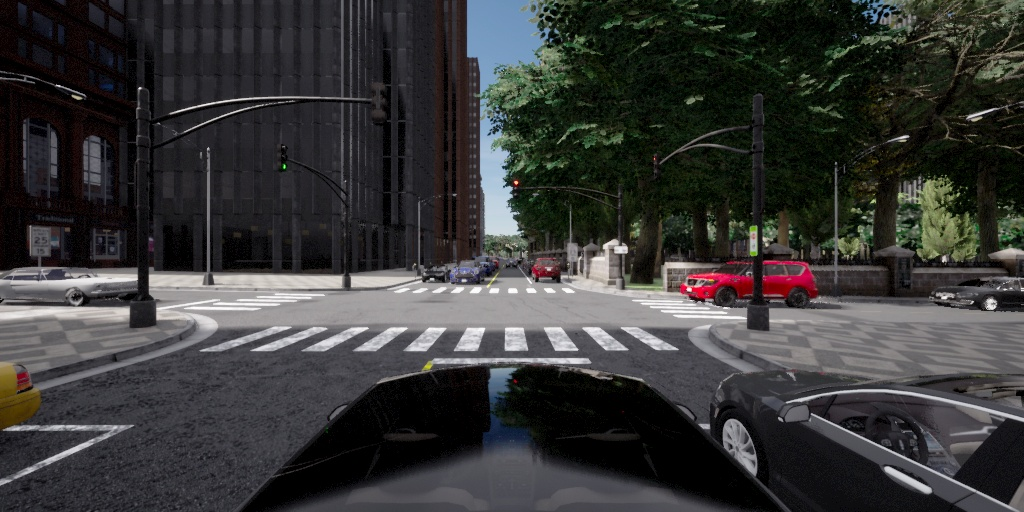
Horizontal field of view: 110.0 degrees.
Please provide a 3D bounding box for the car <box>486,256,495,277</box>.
[{"bbox_3d":[-3.213,0.991,36.585,2.150,2.045,5.566,0,0,0],"label":"car"}]

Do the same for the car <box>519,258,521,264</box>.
[{"bbox_3d":[2.581,1.231,55.710,1.967,1.591,4.097,0,0,0],"label":"car"}]

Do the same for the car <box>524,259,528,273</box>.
[{"bbox_3d":[2.637,1.338,39.340,1.948,1.339,4.313,0,0,0],"label":"car"}]

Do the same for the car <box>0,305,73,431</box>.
[{"bbox_3d":[-5.760,1.275,1.555,1.751,1.417,4.829,0,0,0],"label":"car"}]

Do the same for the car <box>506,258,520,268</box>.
[{"bbox_3d":[-0.097,1.397,60.432,1.895,1.301,4.718,0,0,0],"label":"car"}]

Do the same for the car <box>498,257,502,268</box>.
[{"bbox_3d":[-3.241,1.015,57.274,2.150,2.045,5.566,0,0,0],"label":"car"}]

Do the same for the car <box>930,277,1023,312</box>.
[{"bbox_3d":[22.515,1.740,16.678,4.892,1.490,1.837,1,0,0],"label":"car"}]

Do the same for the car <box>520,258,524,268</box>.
[{"bbox_3d":[2.599,1.335,50.253,2.007,1.370,4.403,0,0,0],"label":"car"}]

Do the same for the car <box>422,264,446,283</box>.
[{"bbox_3d":[-5.851,1.326,28.389,1.948,1.339,4.313,0,0,0],"label":"car"}]

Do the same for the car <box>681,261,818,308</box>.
[{"bbox_3d":[10.749,1.218,16.358,5.566,2.045,2.150,1,0,-4],"label":"car"}]

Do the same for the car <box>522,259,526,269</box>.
[{"bbox_3d":[2.618,1.329,44.796,2.007,1.370,4.403,0,0,0],"label":"car"}]

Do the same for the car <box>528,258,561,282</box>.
[{"bbox_3d":[2.674,1.075,28.428,2.192,1.841,5.009,0,0,0],"label":"car"}]

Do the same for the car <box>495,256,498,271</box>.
[{"bbox_3d":[-3.242,1.133,46.768,2.097,1.767,4.553,0,0,0],"label":"car"}]

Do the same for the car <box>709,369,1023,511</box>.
[{"bbox_3d":[2.764,1.300,1.763,2.007,1.370,4.403,0,0,0],"label":"car"}]

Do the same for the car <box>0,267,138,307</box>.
[{"bbox_3d":[-16.479,1.069,13.130,4.718,1.301,1.895,1,0,-1],"label":"car"}]

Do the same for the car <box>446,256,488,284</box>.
[{"bbox_3d":[-3.248,1.112,26.826,2.097,1.767,4.553,0,0,1],"label":"car"}]
